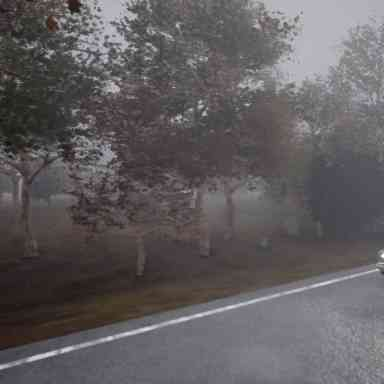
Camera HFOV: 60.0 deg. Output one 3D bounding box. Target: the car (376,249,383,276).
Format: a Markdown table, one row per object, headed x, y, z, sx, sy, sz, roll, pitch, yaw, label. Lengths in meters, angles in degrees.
| x | y | z | sx | sy | sz | roll | pitch | yaw | label |
| --- | --- | --- | --- | --- | --- | --- | --- | --- | --- |
| 6.928 | 1.697 | 8.921 | 4.718 | 1.301 | 1.895 | 1 | 0 | -36 | car |
